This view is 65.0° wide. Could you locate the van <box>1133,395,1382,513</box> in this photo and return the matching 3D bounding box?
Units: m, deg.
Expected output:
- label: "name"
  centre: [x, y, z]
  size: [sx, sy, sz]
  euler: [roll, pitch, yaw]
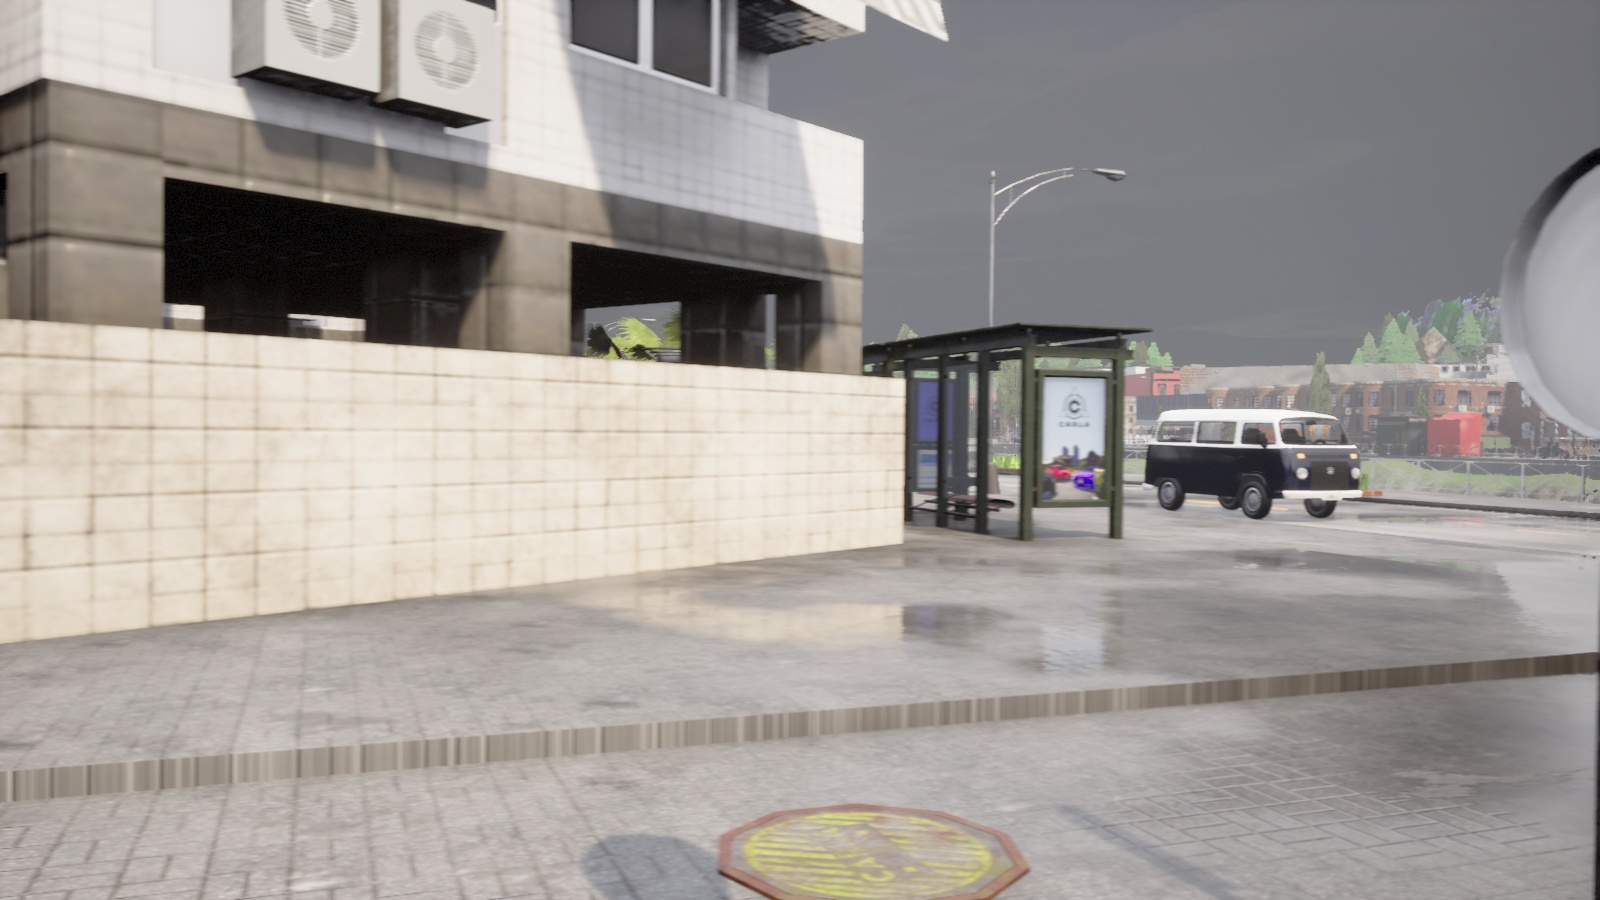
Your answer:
- label: "van"
  centre: [8.634, 0.034, 24.173]
  size: [2.069, 2.038, 4.480]
  euler: [-1, 1, -21]
